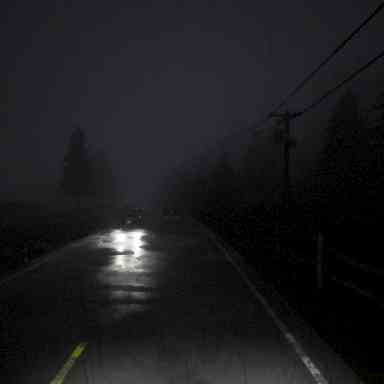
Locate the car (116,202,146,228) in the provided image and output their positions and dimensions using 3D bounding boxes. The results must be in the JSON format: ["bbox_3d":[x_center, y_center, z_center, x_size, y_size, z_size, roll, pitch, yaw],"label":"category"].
[{"bbox_3d":[-4.372,1.737,24.395,2.128,1.511,4.902,0,-1,-5],"label":"car"}]

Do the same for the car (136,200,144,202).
[{"bbox_3d":[-10.221,2.195,65.212,2.033,1.411,5.357,0,-1,-11],"label":"car"}]

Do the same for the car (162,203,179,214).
[{"bbox_3d":[-2.657,2.003,40.477,1.895,1.301,4.718,0,-1,-7],"label":"car"}]
